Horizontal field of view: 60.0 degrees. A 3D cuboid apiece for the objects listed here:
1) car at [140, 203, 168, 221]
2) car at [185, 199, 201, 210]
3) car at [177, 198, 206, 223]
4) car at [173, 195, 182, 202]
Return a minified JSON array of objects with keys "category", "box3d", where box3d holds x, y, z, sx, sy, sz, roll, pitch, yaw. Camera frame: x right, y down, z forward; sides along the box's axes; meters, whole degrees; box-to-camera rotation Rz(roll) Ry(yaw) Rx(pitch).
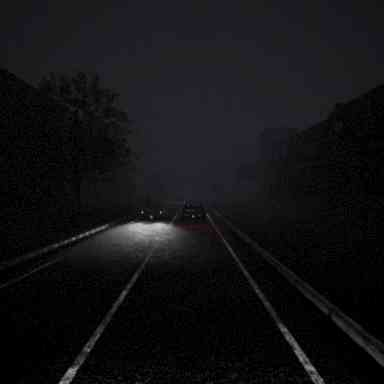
[{"category":"car","box3d":[-3.100,1.613,27.693,1.895,1.301,4.718,0,0,0]},{"category":"car","box3d":[0.098,1.551,42.964,1.895,1.301,4.718,0,0,0]},{"category":"car","box3d":[0.098,1.507,26.015,2.128,1.511,4.902,0,0,0]},{"category":"car","box3d":[-3.003,1.230,68.693,2.033,1.411,5.357,0,1,0]}]
